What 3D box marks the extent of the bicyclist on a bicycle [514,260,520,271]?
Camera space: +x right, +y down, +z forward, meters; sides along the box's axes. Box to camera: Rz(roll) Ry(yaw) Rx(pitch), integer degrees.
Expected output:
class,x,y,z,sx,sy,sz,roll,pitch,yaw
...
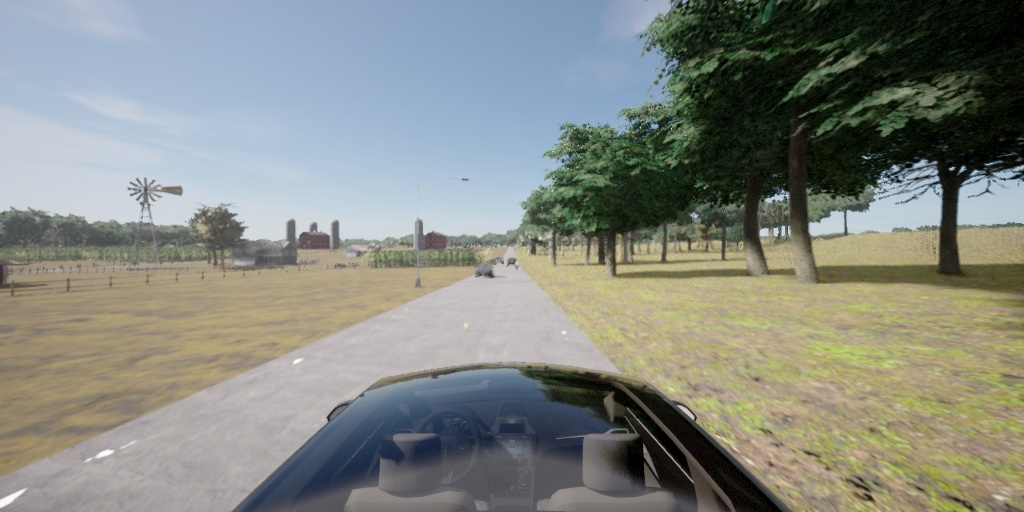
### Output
class,x,y,z,sx,sy,sz,roll,pitch,yaw
bicyclist on a bicycle,0.755,1.580,52.843,0.866,1.612,1.509,0,0,0

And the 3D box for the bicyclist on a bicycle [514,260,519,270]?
class,x,y,z,sx,sy,sz,roll,pitch,yaw
bicyclist on a bicycle,0.755,1.573,61.793,0.866,1.612,1.509,0,0,0

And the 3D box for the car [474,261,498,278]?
class,x,y,z,sx,sy,sz,roll,pitch,yaw
car,-2.833,1.554,37.982,1.837,1.490,4.892,0,-1,0
